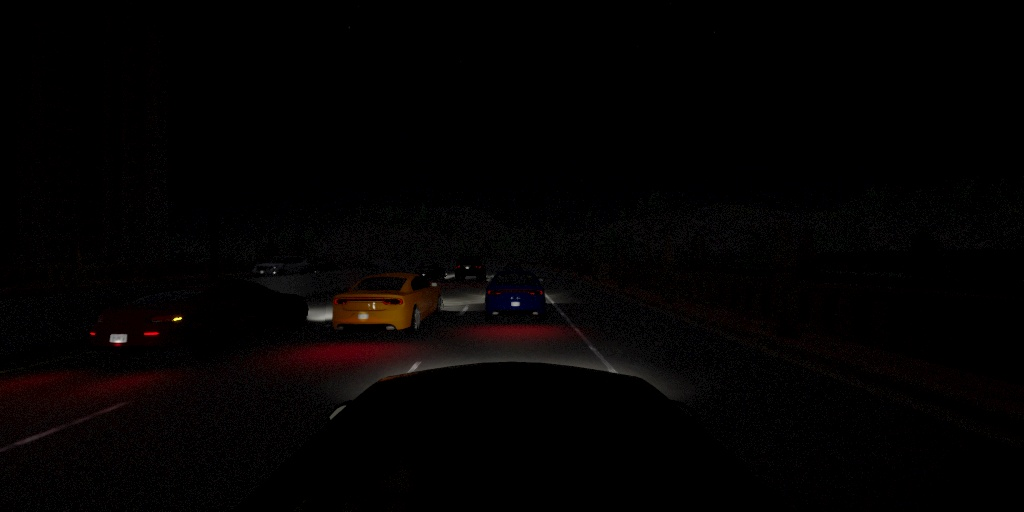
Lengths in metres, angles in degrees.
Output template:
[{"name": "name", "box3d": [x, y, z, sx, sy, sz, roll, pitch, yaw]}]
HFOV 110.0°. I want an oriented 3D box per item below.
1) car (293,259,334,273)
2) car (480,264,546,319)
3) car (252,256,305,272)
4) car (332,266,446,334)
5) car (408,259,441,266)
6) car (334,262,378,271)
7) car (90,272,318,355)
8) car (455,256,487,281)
[{"name": "car", "box3d": [-17.590, 1.288, 33.046, 1.837, 1.490, 4.892, 0, 0, 0]}, {"name": "car", "box3d": [0.101, 1.230, 12.803, 1.882, 1.535, 5.008, 0, 0, 0]}, {"name": "car", "box3d": [-21.093, 1.004, 33.008, 2.150, 2.045, 5.566, 0, 0, 0]}, {"name": "car", "box3d": [-3.399, 1.229, 10.681, 1.882, 1.535, 5.008, 0, 0, 0]}, {"name": "car", "box3d": [-6.898, 1.268, 30.448, 2.128, 1.511, 4.902, 0, 0, 0]}, {"name": "car", "box3d": [-14.091, 1.275, 33.499, 2.128, 1.511, 4.902, 0, 0, 0]}, {"name": "car", "box3d": [-6.900, 1.278, 8.593, 1.812, 1.442, 4.674, 0, 0, 0]}, {"name": "car", "box3d": [-3.397, 0.996, 29.982, 2.150, 2.045, 5.566, 0, 0, 0]}]
